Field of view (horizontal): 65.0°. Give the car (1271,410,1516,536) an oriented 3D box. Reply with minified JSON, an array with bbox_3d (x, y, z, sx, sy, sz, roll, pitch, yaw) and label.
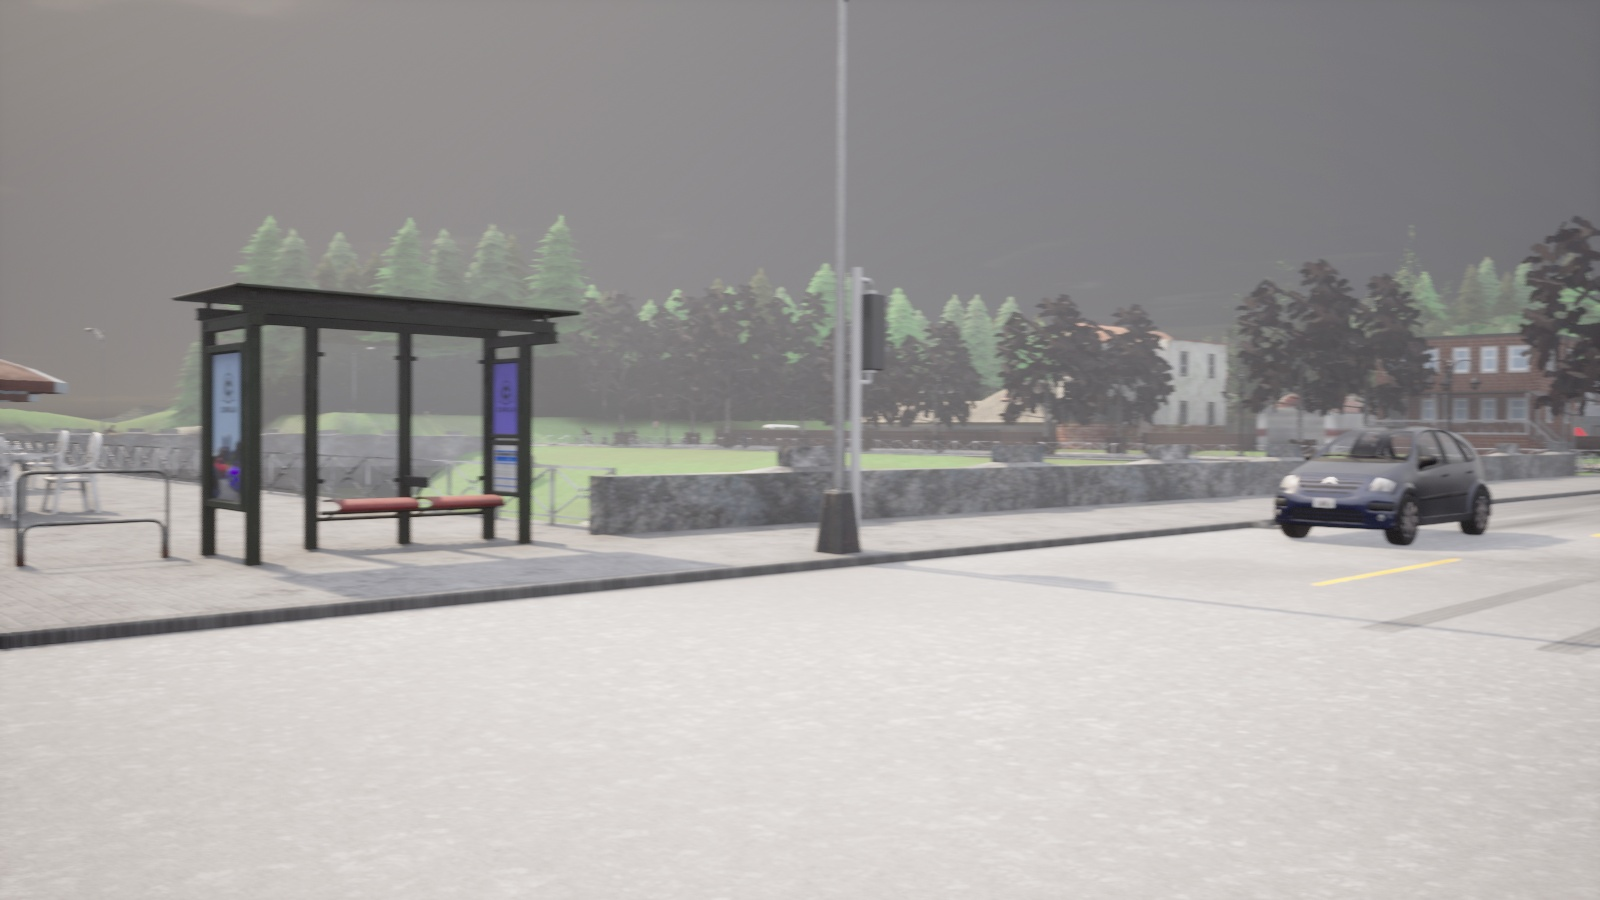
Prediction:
[{"bbox_3d":[8.657,0.257,18.173,3.988,1.617,1.851,-1,1,-43],"label":"car"}]
